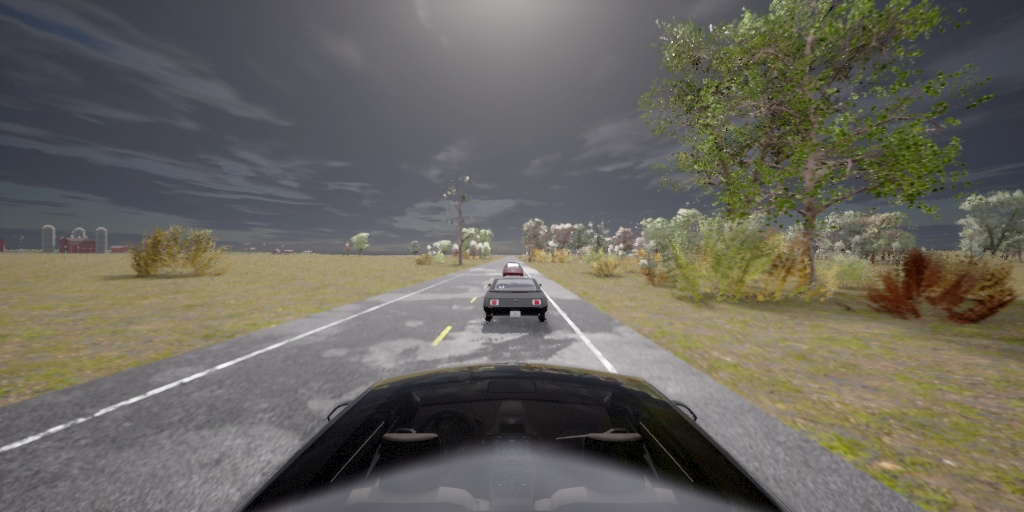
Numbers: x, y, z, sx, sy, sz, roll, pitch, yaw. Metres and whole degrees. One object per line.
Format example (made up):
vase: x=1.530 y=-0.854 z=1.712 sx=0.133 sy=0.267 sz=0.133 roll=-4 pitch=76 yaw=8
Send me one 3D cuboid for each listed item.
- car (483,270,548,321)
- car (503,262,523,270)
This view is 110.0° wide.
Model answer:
car: x=0.102 y=1.350 z=12.421 sx=1.895 sy=1.301 sz=4.718 roll=0 pitch=0 yaw=0
car: x=0.108 y=1.308 z=34.804 sx=1.994 sy=1.385 sz=4.181 roll=0 pitch=0 yaw=0
